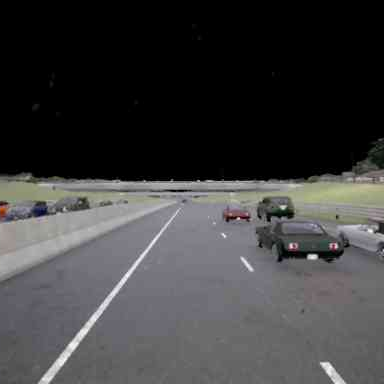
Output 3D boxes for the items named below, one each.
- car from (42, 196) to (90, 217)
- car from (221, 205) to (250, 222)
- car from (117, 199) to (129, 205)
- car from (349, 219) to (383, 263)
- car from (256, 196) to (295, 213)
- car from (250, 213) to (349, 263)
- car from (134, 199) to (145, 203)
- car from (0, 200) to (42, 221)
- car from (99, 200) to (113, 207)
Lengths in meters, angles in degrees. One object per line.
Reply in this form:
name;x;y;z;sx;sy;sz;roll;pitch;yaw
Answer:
car;-10.688;1.402;29.364;2.150;2.045;5.566;0;-1;0
car;3.518;1.761;27.435;1.895;1.301;4.718;0;-1;0
car;-14.493;2.323;69.983;2.128;1.511;4.902;0;-1;-1
car;7.079;1.644;12.096;1.895;1.301;4.718;0;0;0
car;7.015;1.390;28.376;2.150;2.045;5.566;0;-1;0
car;3.579;1.644;12.085;1.895;1.301;4.718;0;0;0
car;-10.993;2.276;70.036;1.882;1.535;5.008;0;-1;-1
car;-14.184;1.529;29.017;2.097;1.767;4.553;0;-1;0
car;-17.992;2.337;69.930;2.033;1.411;5.357;0;-1;-1
